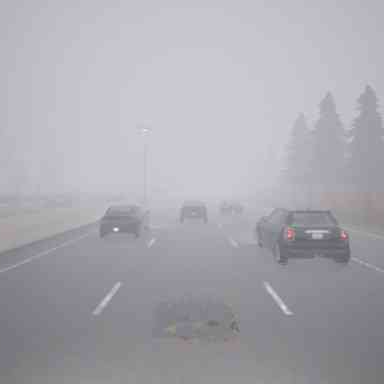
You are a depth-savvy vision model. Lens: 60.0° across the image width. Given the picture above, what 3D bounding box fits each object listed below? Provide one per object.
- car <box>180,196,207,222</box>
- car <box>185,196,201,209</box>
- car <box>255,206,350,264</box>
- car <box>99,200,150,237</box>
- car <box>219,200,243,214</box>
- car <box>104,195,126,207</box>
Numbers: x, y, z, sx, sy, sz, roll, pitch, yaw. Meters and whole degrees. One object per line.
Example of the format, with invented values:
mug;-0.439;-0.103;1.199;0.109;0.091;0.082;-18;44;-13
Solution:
car;0.128;1.317;24.762;1.882;1.535;5.008;0;0;0
car;0.121;1.258;41.308;1.812;1.442;4.674;0;0;0
car;3.613;1.276;11.685;2.097;1.767;4.553;0;0;0
car;-3.381;1.392;17.226;1.837;1.490;4.892;0;0;0
car;3.638;1.395;31.709;1.895;1.301;4.718;0;0;0
car;-10.555;1.179;45.847;1.882;1.535;5.008;0;0;0
